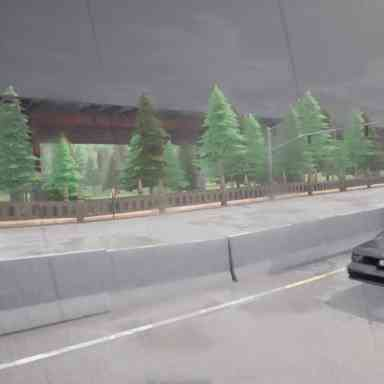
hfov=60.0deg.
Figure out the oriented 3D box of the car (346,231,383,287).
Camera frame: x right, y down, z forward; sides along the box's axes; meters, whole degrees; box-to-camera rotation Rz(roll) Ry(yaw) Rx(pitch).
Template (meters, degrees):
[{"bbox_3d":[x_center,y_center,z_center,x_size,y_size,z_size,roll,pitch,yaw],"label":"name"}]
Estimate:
[{"bbox_3d":[5.843,1.342,7.947,5.357,1.411,2.033,-3,2,-36],"label":"car"}]
